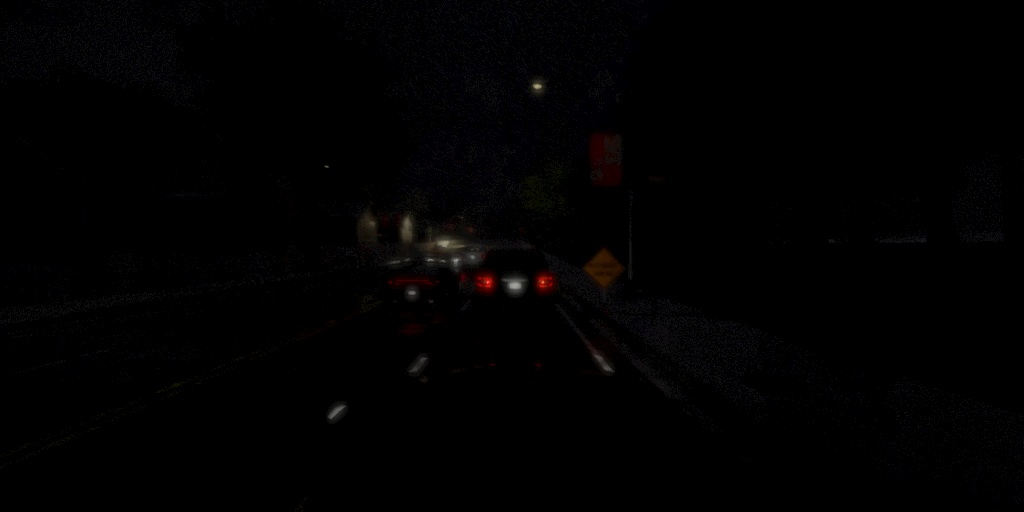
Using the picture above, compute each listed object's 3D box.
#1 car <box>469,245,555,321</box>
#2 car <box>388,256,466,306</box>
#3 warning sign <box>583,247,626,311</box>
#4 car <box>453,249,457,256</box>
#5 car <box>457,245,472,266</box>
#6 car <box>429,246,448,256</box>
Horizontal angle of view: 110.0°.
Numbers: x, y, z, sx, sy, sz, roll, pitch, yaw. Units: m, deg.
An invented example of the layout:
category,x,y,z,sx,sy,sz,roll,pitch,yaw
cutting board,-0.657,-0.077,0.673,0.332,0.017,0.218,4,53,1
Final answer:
category,x,y,z,sx,sy,sz,roll,pitch,yaw
car,0.064,0.756,11.596,2.150,2.045,5.566,0,2,0
car,-3.187,0.946,13.946,1.882,1.535,5.008,0,2,0
warning sign,2.848,0.664,11.067,1.300,1.860,1.060,0,0,0
car,-6.603,-0.476,48.070,2.033,1.411,5.357,0,3,0
car,-3.174,0.036,31.760,2.150,2.045,5.566,0,2,0
car,-9.849,-0.556,48.252,1.882,1.535,5.008,0,3,0
